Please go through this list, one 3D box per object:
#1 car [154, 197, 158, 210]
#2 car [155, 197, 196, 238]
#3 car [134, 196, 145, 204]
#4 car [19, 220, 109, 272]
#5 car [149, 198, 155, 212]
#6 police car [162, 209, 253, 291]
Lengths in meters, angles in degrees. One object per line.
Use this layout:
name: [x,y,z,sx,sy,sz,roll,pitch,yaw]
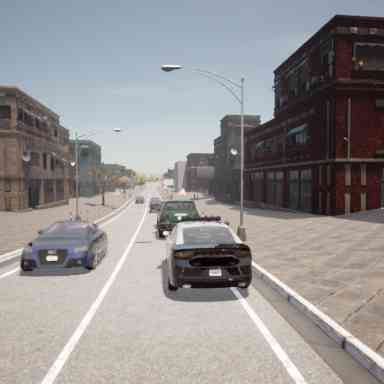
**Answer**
car: [-1.578,1.622,25.287,2.150,2.045,5.566,0,-1,-7]
car: [-0.875,1.466,19.318,2.150,2.045,5.566,0,-1,-7]
car: [-10.186,1.543,64.945,1.837,1.490,4.892,0,2,-7]
car: [-4.005,1.652,11.061,1.994,1.385,4.181,0,-1,-6]
car: [-4.951,1.996,46.295,1.837,1.490,4.892,0,-1,-7]
police car: [0.230,1.479,9.381,1.930,1.638,5.238,0,-1,-6]
